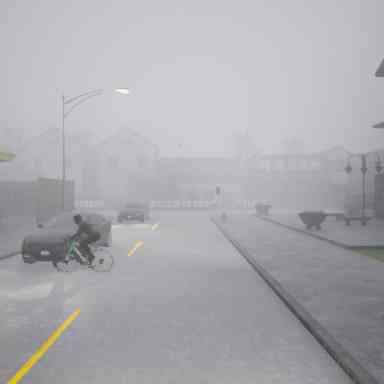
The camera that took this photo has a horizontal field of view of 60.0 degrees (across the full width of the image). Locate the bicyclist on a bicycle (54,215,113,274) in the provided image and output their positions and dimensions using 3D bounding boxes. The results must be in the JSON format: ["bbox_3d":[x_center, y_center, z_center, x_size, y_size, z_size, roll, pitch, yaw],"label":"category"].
[{"bbox_3d":[-2.992,1.452,9.168,1.656,1.620,0.582,0,0,0],"label":"bicyclist on a bicycle"}]

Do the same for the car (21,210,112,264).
[{"bbox_3d":[-4.259,1.478,12.053,1.882,1.535,5.008,0,0,-1],"label":"car"}]

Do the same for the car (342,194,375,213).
[{"bbox_3d":[19.315,1.224,36.179,5.566,2.045,2.150,0,0,0],"label":"car"}]

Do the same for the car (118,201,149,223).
[{"bbox_3d":[-4.398,1.506,25.499,1.837,1.490,4.892,0,0,-1],"label":"car"}]
